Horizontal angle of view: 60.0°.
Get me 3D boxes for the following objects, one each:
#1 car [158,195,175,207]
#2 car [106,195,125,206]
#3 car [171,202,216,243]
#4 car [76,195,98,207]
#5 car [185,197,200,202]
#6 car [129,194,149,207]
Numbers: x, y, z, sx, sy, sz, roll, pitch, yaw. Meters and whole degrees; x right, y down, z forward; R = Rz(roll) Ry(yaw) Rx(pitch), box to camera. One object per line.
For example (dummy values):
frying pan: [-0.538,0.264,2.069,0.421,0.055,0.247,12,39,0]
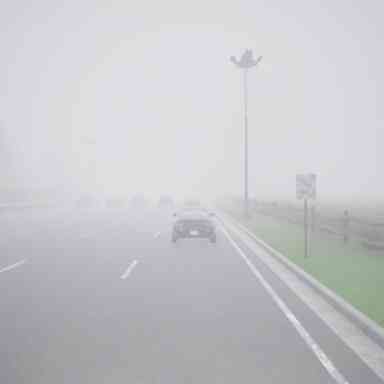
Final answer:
car: [-3.422,1.174,44.398,1.837,1.490,4.892,0,0,0]
car: [-10.422,1.188,45.412,1.812,1.442,4.674,0,0,0]
car: [0.079,1.411,15.353,1.812,1.442,4.674,0,0,0]
car: [-13.922,1.162,44.299,2.128,1.511,4.902,0,0,0]
car: [0.077,1.281,42.880,1.895,1.301,4.718,0,0,0]
car: [-6.922,1.024,44.047,2.097,1.767,4.553,0,0,0]
